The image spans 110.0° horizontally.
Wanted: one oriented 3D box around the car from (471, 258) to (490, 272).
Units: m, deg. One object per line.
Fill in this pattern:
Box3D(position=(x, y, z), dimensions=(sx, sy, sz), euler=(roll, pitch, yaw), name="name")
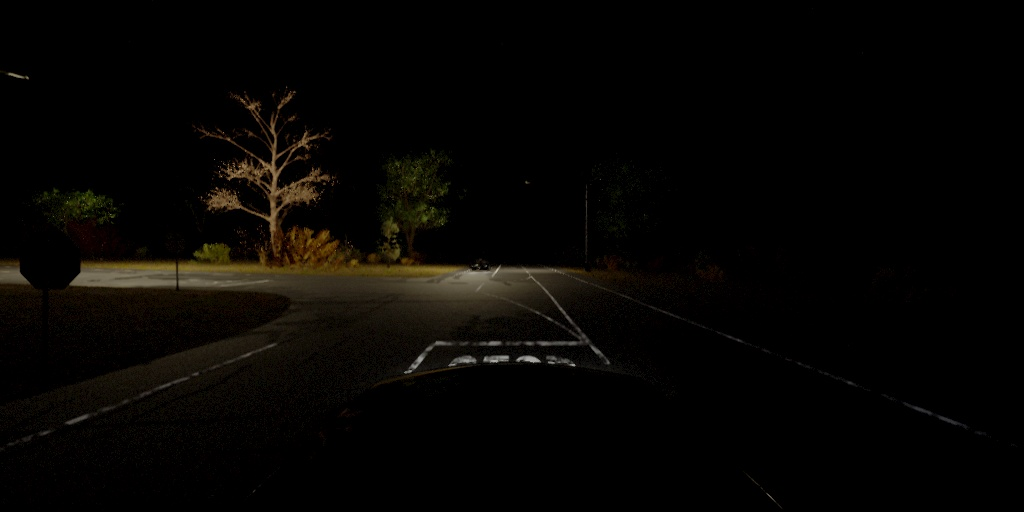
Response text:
Box3D(position=(-3.555, 1.039, 40.974), dimensions=(1.837, 1.490, 4.892), euler=(0, 0, 0), name="car")
